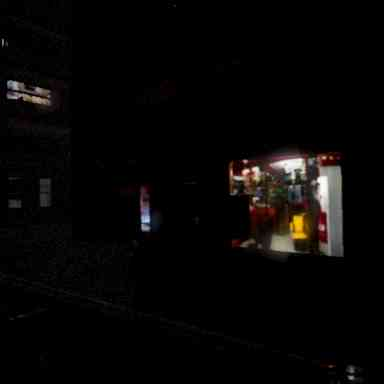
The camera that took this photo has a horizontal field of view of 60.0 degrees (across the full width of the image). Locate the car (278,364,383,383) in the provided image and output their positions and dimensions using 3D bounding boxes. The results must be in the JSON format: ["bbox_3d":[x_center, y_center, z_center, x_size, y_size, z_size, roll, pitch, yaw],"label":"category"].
[{"bbox_3d":[2.276,1.542,1.267,4.403,1.369,2.008,-1,-1,36],"label":"car"}]
